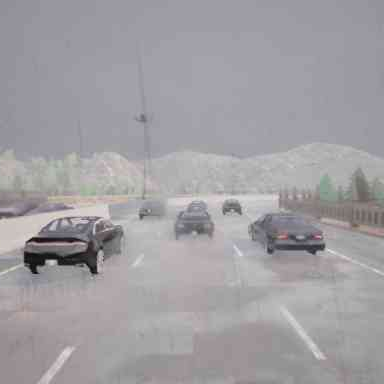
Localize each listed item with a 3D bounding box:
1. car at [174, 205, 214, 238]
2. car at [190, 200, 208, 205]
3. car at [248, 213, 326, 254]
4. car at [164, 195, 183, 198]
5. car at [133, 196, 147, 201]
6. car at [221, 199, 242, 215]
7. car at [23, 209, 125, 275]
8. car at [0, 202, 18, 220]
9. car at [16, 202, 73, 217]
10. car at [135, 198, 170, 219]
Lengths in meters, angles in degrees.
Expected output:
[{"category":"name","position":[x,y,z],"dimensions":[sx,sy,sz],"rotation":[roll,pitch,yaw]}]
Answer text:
[{"category":"car","position":[0.103,1.602,17.564],"dimensions":[1.895,1.301,4.718],"rotation":[0,0,0]},{"category":"car","position":[0.667,1.565,34.987],"dimensions":[1.994,1.385,4.181],"rotation":[0,0,5]},{"category":"car","position":[3.602,1.548,13.522],"dimensions":[2.033,1.411,5.357],"rotation":[0,0,0]},{"category":"car","position":[-3.003,1.502,64.339],"dimensions":[1.837,1.490,4.892],"rotation":[0,0,22]},{"category":"car","position":[-9.948,1.560,65.800],"dimensions":[1.994,1.385,4.181],"rotation":[0,0,20]},{"category":"car","position":[4.094,1.506,34.266],"dimensions":[1.837,1.490,4.892],"rotation":[0,0,5]},{"category":"car","position":[-3.399,1.492,10.471],"dimensions":[2.128,1.511,4.902],"rotation":[0,0,0]},{"category":"car","position":[-13.989,1.549,27.617],"dimensions":[2.033,1.411,5.357],"rotation":[0,0,1]},{"category":"car","position":[-10.549,1.549,24.881],"dimensions":[2.033,1.411,5.357],"rotation":[0,0,1]},{"category":"car","position":[-3.295,1.549,28.729],"dimensions":[2.033,1.411,5.357],"rotation":[0,0,2]}]
